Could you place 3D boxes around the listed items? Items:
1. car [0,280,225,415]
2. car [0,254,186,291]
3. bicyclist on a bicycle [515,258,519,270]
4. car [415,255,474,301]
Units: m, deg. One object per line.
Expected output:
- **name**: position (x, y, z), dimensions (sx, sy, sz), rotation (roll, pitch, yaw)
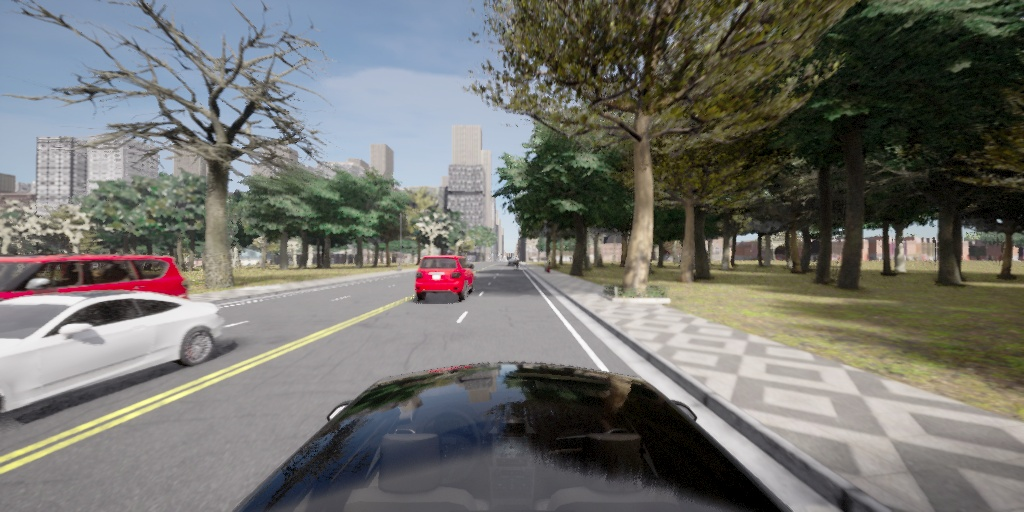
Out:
- **car**: position (-6.602, 1.276, 5.240), dimensions (1.812, 1.442, 4.674), rotation (0, 0, 0)
- **car**: position (-9.854, 0.974, 7.449), dimensions (2.150, 2.045, 5.566), rotation (0, 0, 0)
- **bicyclist on a bicycle**: position (0.865, 1.352, 55.739), dimensions (0.582, 1.620, 1.656), rotation (0, -1, 0)
- **car**: position (-3.159, 0.990, 17.687), dimensions (2.150, 2.045, 5.566), rotation (0, 0, 0)
